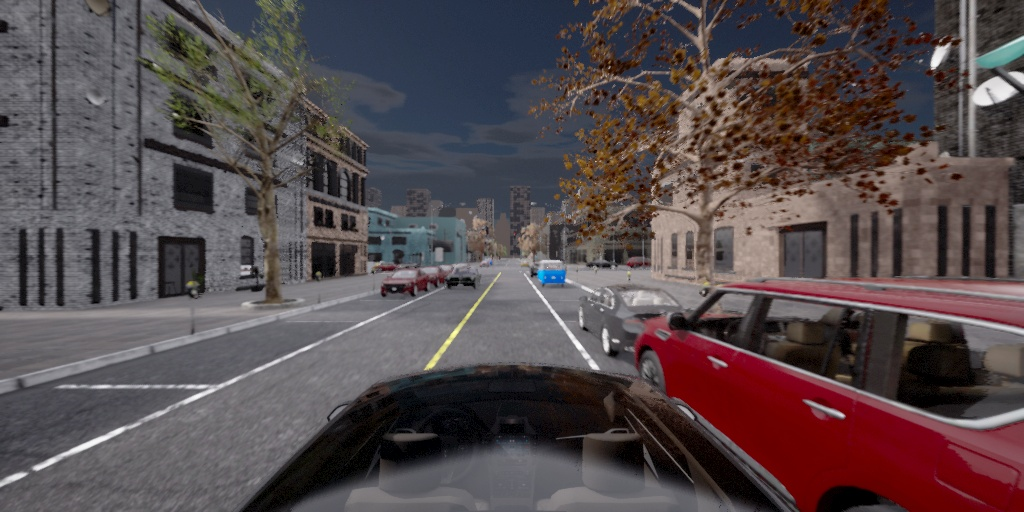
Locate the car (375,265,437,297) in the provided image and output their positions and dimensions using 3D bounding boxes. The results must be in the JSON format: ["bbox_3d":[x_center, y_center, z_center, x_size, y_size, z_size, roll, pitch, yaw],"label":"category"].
[{"bbox_3d":[-5.680,1.367,19.567,1.888,1.381,4.507,0,0,0],"label":"car"}]

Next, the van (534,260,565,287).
[{"bbox_3d":[2.702,1.185,25.109,1.690,1.789,3.998,0,0,0],"label":"van"}]

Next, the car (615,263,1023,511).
[{"bbox_3d":[2.695,1.070,2.932,2.192,1.841,5.009,0,0,0],"label":"car"}]

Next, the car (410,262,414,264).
[{"bbox_3d":[-18.168,1.718,62.079,4.313,1.339,1.948,0,0,-1],"label":"car"}]

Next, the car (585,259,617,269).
[{"bbox_3d":[14.225,1.273,56.956,5.008,1.535,1.882,-1,0,-1],"label":"car"}]

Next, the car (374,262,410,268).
[{"bbox_3d":[-18.052,1.632,53.732,4.097,1.591,1.967,0,0,-1],"label":"car"}]

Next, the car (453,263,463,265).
[{"bbox_3d":[-5.677,1.411,30.655,1.888,1.381,4.507,0,0,0],"label":"car"}]

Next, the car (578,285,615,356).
[{"bbox_3d":[2.696,1.328,8.476,2.007,1.370,4.403,0,0,0],"label":"car"}]

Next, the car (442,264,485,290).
[{"bbox_3d":[-3.092,1.439,23.693,1.895,1.301,4.718,0,0,0],"label":"car"}]

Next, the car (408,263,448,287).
[{"bbox_3d":[-5.679,1.389,25.111,1.888,1.381,4.507,0,0,0],"label":"car"}]

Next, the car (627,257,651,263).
[{"bbox_3d":[19.966,1.054,54.369,5.009,1.841,2.192,0,0,-1],"label":"car"}]

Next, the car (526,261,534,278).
[{"bbox_3d":[2.706,1.454,36.196,1.948,1.339,4.313,0,0,0],"label":"car"}]
